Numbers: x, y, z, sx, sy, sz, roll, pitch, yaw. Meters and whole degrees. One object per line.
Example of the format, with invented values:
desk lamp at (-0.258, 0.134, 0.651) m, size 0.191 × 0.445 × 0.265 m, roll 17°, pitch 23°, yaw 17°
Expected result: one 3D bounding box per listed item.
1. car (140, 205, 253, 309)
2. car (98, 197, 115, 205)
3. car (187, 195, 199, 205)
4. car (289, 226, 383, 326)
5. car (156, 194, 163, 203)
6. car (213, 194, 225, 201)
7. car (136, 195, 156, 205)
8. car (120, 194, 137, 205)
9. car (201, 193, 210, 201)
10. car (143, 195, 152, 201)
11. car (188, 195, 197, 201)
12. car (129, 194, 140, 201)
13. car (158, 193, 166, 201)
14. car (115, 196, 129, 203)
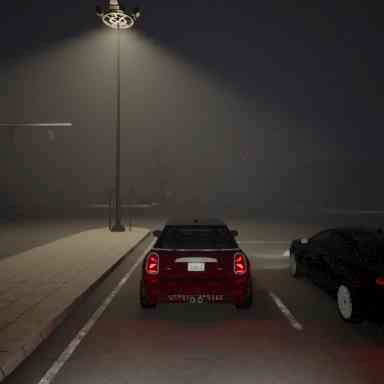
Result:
car at (0.083, 1.352, 8.042) m, size 2.097 × 1.767 × 4.553 m, roll 0°, pitch 0°, yaw 0°
car at (-14.948, 1.563, 58.332) m, size 1.994 × 1.385 × 4.181 m, roll 0°, pitch 0°, yaw 0°
car at (0.114, 1.477, 54.925) m, size 1.882 × 1.535 × 5.008 m, roll 0°, pitch 0°, yaw 0°
car at (3.578, 1.478, 7.166) m, size 1.882 × 1.535 × 5.008 m, roll 0°, pitch 0°, yaw 0°
car at (-7.855, 1.595, 69.923) m, size 1.895 × 1.301 × 4.718 m, roll 0°, pitch 0°, yaw 0°
car at (7.179, 1.348, 85.907) m, size 2.097 × 1.767 × 4.553 m, roll 0°, pitch 0°, yaw 0°
car at (-7.958, 1.564, 57.323) m, size 1.994 × 1.385 × 4.181 m, roll 0°, pitch 0°, yaw 0°
car at (-11.451, 1.477, 58.138) m, size 1.882 × 1.535 × 5.008 m, roll 0°, pitch 0°, yaw 0°
car at (3.679, 1.545, 85.944) m, size 1.994 × 1.385 × 4.181 m, roll 0°, pitch 0°, yaw 0°
car at (-11.323, 1.508, 85.010) m, size 1.812 × 1.442 × 4.674 m, roll 0°, pitch 0°, yaw 0°
car at (0.178, 1.516, 85.535) m, size 2.128 × 1.511 × 4.902 m, roll 0°, pitch 0°, yaw 0°
car at (-14.822, 1.354, 85.453) m, size 2.097 × 1.767 × 4.553 m, roll 0°, pitch 0°, yaw 0°
car at (-7.823, 1.214, 84.981) m, size 2.150 × 2.045 × 5.566 m, roll 0°, pitch 0°, yaw 0°
car at (-14.853, 1.552, 70.816) m, size 1.994 × 1.385 × 4.181 m, roll 0°, pitch 0°, yaw 0°
